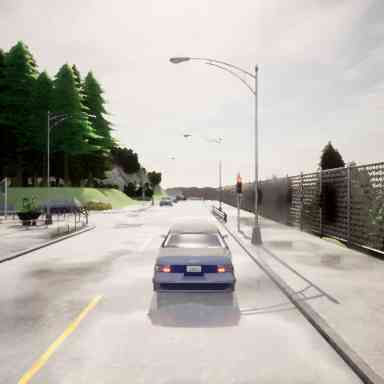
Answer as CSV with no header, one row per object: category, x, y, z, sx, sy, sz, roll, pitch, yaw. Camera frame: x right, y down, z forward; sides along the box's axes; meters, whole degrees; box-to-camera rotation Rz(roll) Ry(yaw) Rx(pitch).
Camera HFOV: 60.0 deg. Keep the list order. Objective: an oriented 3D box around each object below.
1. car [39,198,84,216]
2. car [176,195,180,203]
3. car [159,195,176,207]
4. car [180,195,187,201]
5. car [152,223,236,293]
car,-12.941,1.352,32.057,4.553,1.767,2.097,0,0,-5
car,-3.931,1.526,66.028,1.812,1.442,4.674,0,0,1
car,-4.010,1.505,52.550,1.837,1.490,4.892,0,0,0
car,-3.668,1.540,86.841,5.357,1.411,2.033,0,0,40
car,0.061,1.547,9.001,2.033,1.411,5.357,0,0,1
